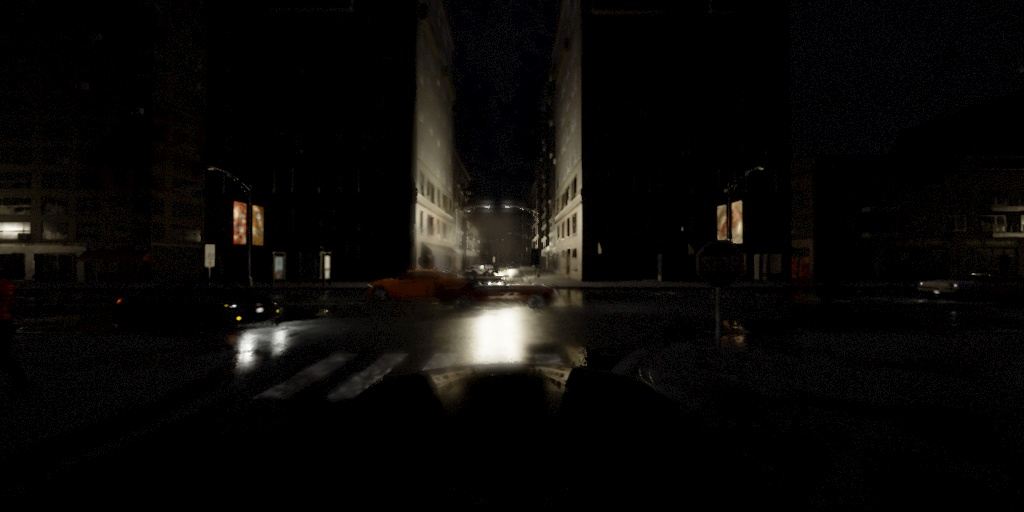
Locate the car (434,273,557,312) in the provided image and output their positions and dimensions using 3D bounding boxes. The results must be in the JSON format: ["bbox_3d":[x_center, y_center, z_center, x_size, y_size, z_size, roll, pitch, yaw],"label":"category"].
[{"bbox_3d":[-0.558,1.513,14.716,4.718,1.301,1.895,0,-1,0],"label":"car"}]

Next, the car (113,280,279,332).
[{"bbox_3d":[-9.590,1.446,11.052,4.181,1.385,1.994,0,-1,6],"label":"car"}]

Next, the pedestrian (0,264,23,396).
[{"bbox_3d":[-7.026,0.929,4.790,0.375,1.860,0.375,0,-1,0],"label":"pedestrian"}]

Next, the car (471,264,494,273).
[{"bbox_3d":[-3.121,1.622,31.796,2.128,1.511,4.902,0,-1,3],"label":"car"}]

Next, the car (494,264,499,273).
[{"bbox_3d":[-3.028,1.758,42.285,2.128,1.511,4.902,0,-1,0],"label":"car"}]

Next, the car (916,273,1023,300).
[{"bbox_3d":[23.740,1.519,18.186,4.718,1.301,1.895,0,-1,0],"label":"car"}]

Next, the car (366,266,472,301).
[{"bbox_3d":[-4.746,1.434,18.168,5.008,1.535,1.882,0,-1,0],"label":"car"}]
